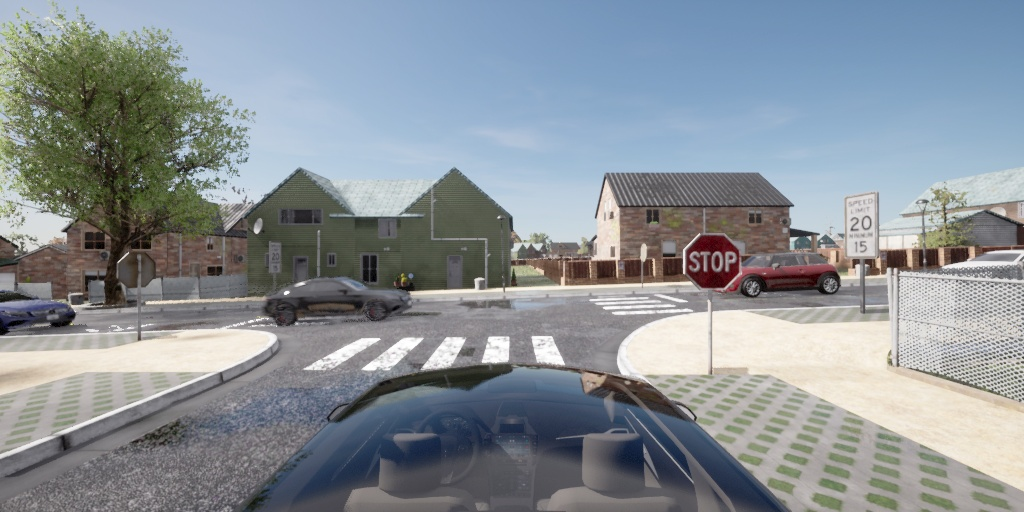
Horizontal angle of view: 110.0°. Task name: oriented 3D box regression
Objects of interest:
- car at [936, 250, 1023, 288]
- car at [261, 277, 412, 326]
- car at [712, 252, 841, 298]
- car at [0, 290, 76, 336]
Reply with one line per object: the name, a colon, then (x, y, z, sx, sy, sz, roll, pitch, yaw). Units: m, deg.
car: (20.507, 0.489, 14.729, 4.674, 1.442, 1.812, -2, 0, 1)
car: (-5.753, 1.417, 11.959, 4.674, 1.442, 1.812, -3, -1, 0)
car: (10.568, 0.674, 14.747, 4.553, 1.767, 2.097, -2, 0, -1)
car: (-17.723, 1.876, 12.038, 4.674, 1.442, 1.812, -2, 0, 0)
